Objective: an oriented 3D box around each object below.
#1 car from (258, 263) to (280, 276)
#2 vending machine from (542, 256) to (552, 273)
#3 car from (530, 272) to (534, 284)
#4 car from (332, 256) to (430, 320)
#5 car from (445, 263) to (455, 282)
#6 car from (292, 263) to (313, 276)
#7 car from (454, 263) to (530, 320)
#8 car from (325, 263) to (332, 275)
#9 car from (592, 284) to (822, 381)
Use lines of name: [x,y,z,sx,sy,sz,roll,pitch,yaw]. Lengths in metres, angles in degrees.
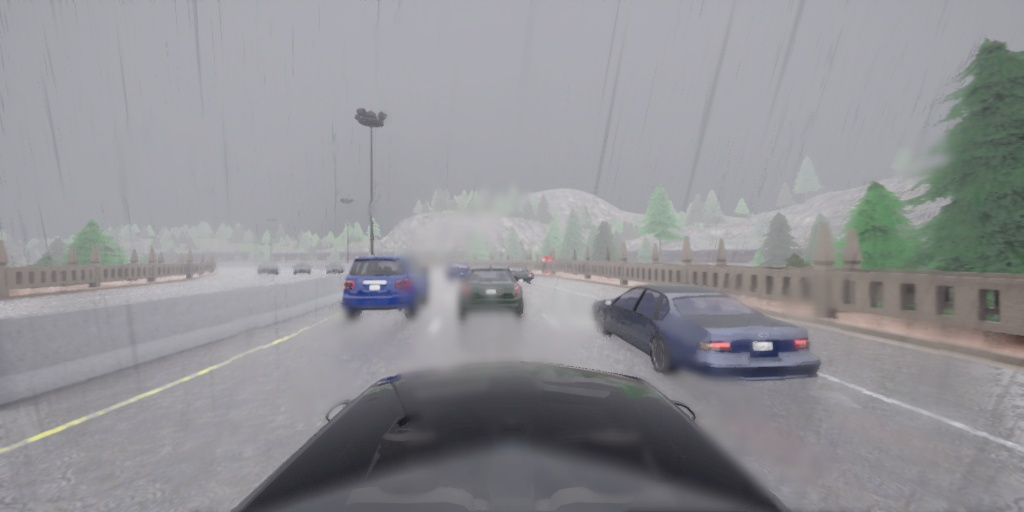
car: [-29.255,1.576,43.266,1.882,1.535,5.008,0,0,-30]
vending machine: [4.026,1.032,40.831,1.100,2.100,0.880,0,0,-21]
car: [0.093,1.416,27.047,1.895,1.301,4.718,0,0,-14]
car: [-4.297,1.016,13.044,2.150,2.045,5.566,0,0,-7]
car: [-4.586,1.332,30.642,1.882,1.535,5.008,0,0,-17]
car: [-25.688,1.574,44.048,1.837,1.490,4.892,0,0,-29]
car: [-0.839,1.131,13.002,2.097,1.767,4.553,0,0,-6]
car: [-21.853,1.541,44.300,1.837,1.490,4.892,0,0,-29]
car: [3.265,1.297,7.437,2.033,1.411,5.357,0,0,-4]
